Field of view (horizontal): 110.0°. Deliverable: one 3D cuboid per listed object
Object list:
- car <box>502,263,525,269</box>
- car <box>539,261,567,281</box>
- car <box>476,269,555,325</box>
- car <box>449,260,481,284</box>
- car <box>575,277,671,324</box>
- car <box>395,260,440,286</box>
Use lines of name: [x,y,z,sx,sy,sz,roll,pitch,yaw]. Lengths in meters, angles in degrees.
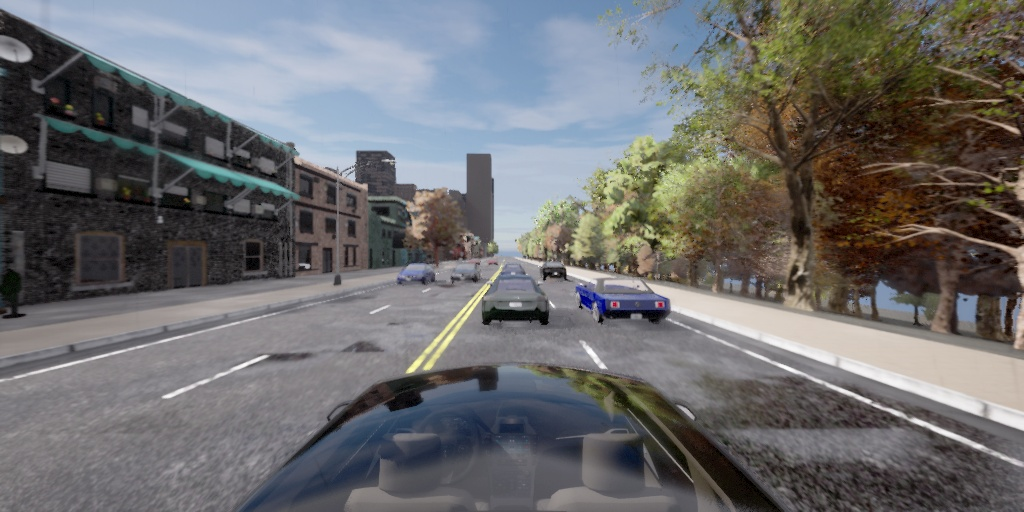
car: [0.096,1.264,29.016,1.994,1.385,4.181,0,0,0]
car: [3.346,1.176,29.814,1.882,1.535,5.008,0,0,0]
car: [0.099,1.296,11.817,1.994,1.385,4.181,0,0,0]
car: [-3.351,1.230,26.582,1.812,1.442,4.674,0,0,0]
car: [3.349,1.332,11.855,1.895,1.301,4.718,0,0,0]
car: [-6.590,1.233,25.140,1.812,1.442,4.674,0,0,0]
